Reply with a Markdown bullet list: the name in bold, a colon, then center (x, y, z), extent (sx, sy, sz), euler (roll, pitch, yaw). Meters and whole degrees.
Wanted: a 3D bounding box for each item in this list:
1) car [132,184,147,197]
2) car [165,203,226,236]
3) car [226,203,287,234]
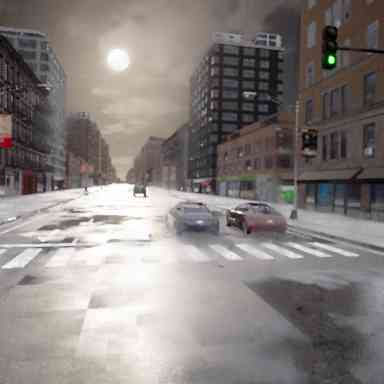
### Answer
- **car**: center (-9.102, -0.295, 57.763), extent (2.150, 2.045, 5.566), euler (1, 1, -12)
- **car**: center (-0.091, 1.194, 16.106), extent (1.994, 1.385, 4.181), euler (1, 1, -12)
- **car**: center (3.074, 1.240, 16.847), extent (1.994, 1.385, 4.181), euler (1, 1, -12)
